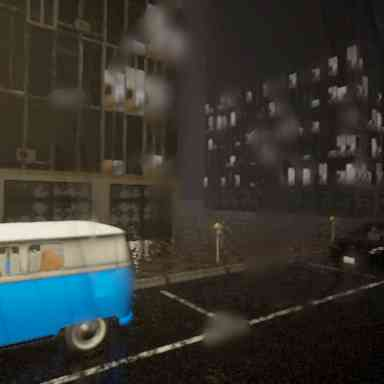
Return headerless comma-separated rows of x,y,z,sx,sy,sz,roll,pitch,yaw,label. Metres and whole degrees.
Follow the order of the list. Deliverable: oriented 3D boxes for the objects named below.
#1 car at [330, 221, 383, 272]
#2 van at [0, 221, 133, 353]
6.448,1.672,11.137,4.313,1.339,1.947,1,0,-35,car
-2.795,1.343,4.553,3.998,1.788,1.690,1,0,-35,van
